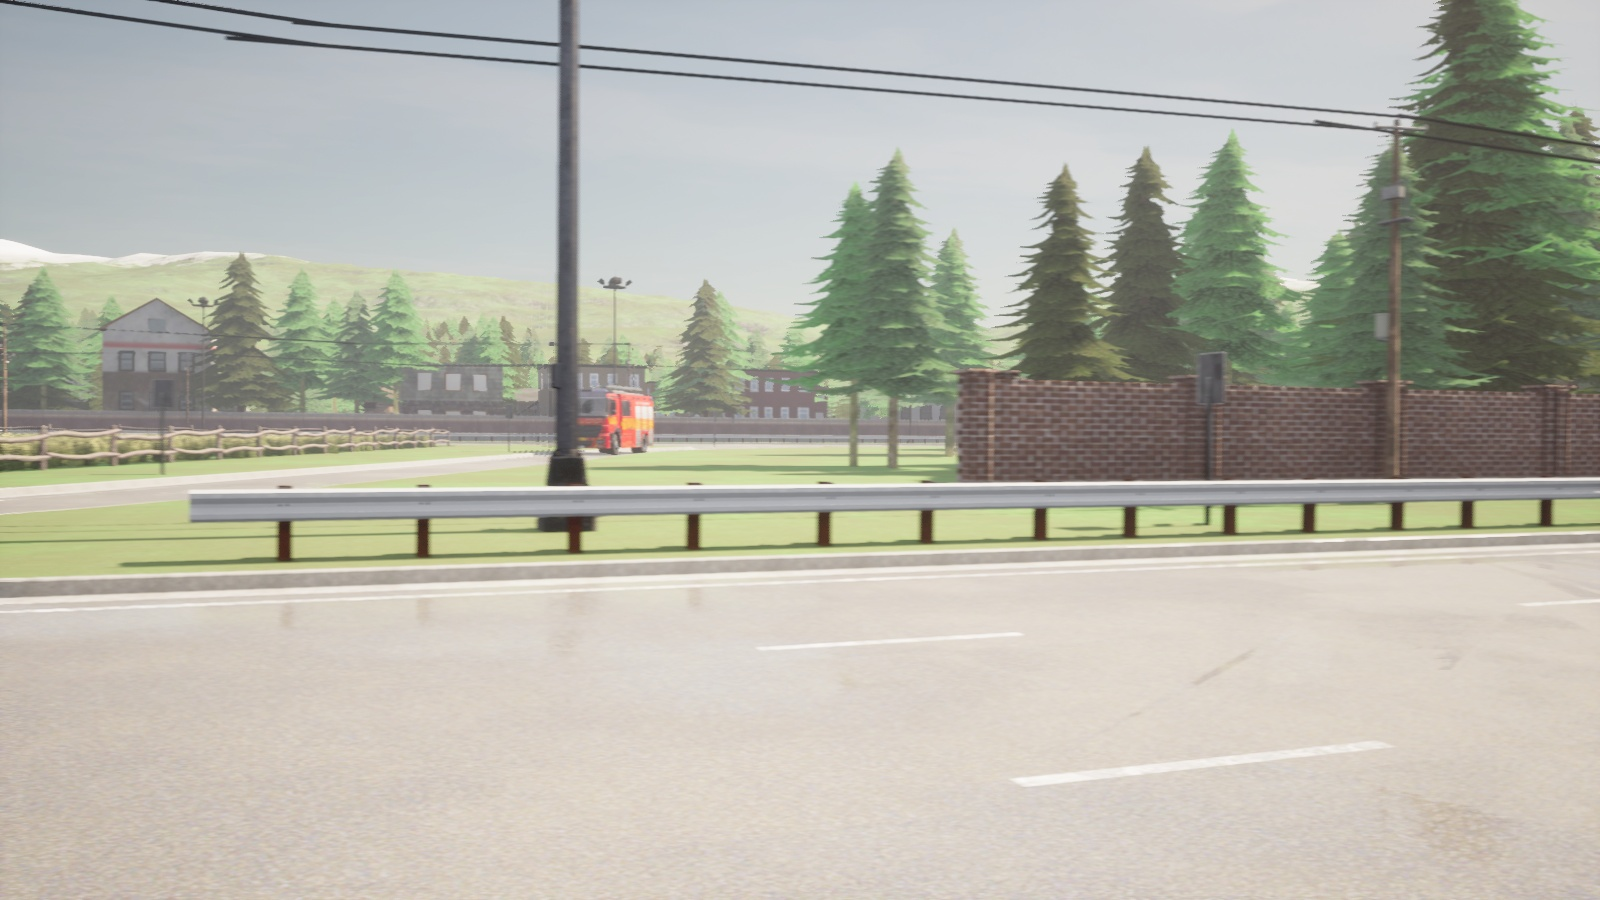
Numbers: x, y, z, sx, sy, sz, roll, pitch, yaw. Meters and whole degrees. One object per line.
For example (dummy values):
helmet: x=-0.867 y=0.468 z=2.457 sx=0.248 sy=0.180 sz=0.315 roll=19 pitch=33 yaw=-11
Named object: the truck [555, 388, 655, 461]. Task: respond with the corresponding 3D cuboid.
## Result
truck: x=-10.797 y=-1.440 z=70.567 sx=2.891 sy=3.827 sz=8.468 roll=-1 pitch=1 yaw=10
